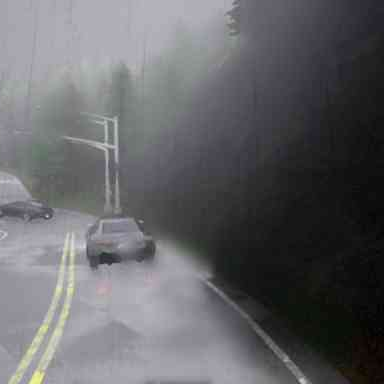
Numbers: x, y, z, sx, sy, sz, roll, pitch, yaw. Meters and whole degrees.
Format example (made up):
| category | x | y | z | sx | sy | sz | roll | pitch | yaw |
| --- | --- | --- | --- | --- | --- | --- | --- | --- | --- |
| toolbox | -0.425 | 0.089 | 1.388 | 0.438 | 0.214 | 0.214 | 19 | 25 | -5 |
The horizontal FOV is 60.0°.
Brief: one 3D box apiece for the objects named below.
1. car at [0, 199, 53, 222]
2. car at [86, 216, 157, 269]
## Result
| category | x | y | z | sx | sy | sz | roll | pitch | yaw |
| --- | --- | --- | --- | --- | --- | --- | --- | --- | --- |
| car | -12.963 | 1.329 | 25.592 | 4.892 | 1.490 | 1.837 | 5 | 1 | 23 |
| car | -2.495 | 1.482 | 11.136 | 1.994 | 1.385 | 4.181 | -2 | 1 | -18 |
